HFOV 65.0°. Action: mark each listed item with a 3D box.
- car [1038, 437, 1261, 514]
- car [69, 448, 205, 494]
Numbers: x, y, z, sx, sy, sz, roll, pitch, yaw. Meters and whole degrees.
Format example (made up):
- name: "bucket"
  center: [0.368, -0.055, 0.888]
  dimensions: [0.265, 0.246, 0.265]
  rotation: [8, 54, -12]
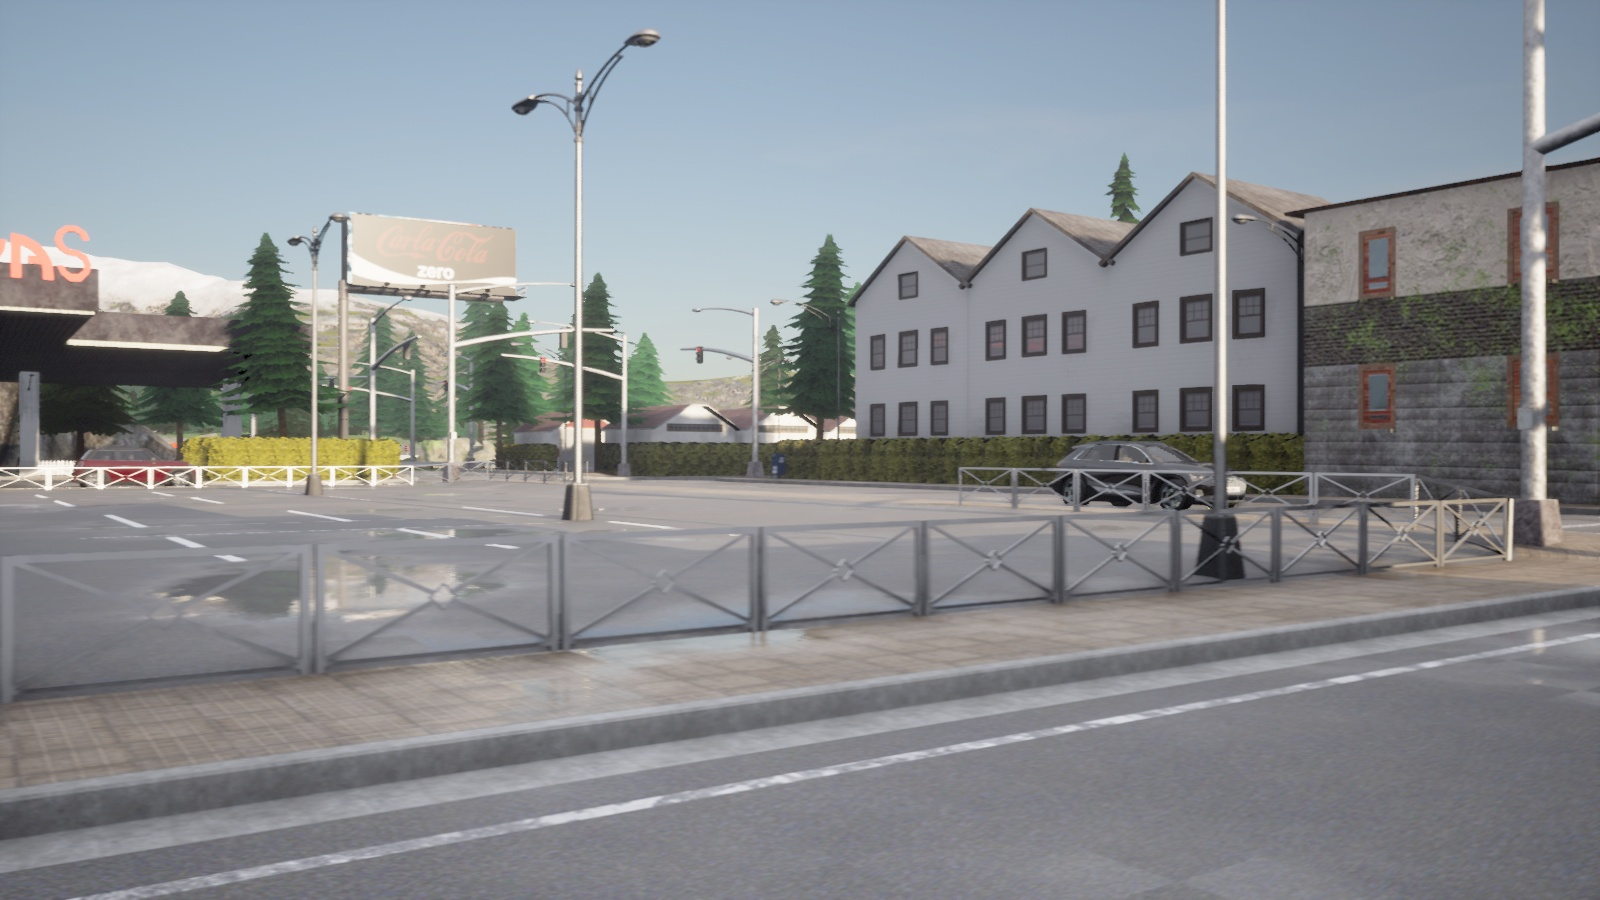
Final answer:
- name: "car"
  center: [8.054, 0.554, 29.387]
  dimensions: [2.033, 1.649, 4.856]
  rotation: [0, 0, -35]
- name: "car"
  center: [-26.179, 0.795, 49.621]
  dimensions: [4.553, 1.767, 2.097]
  rotation: [0, 0, -35]
